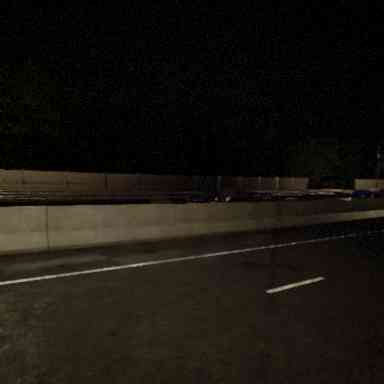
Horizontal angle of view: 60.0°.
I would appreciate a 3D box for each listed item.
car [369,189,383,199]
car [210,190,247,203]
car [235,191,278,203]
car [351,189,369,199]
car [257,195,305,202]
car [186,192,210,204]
[{"bbox_3d":[30.362,0.264,52.291,4.553,1.767,2.097,-1,2,-36],"label":"car"},{"bbox_3d":[4.439,0.639,32.993,4.553,1.767,2.097,0,2,-36],"label":"car"},{"bbox_3d":[6.695,0.894,30.313,4.902,1.511,2.128,0,2,-36],"label":"car"},{"bbox_3d":[28.199,0.277,55.039,5.008,1.535,1.882,-1,2,-36],"label":"car"},{"bbox_3d":[7.806,1.118,26.805,4.718,1.301,1.895,0,2,-36],"label":"car"},{"bbox_3d":[1.962,0.726,35.526,5.357,1.411,2.033,0,2,-36],"label":"car"}]
